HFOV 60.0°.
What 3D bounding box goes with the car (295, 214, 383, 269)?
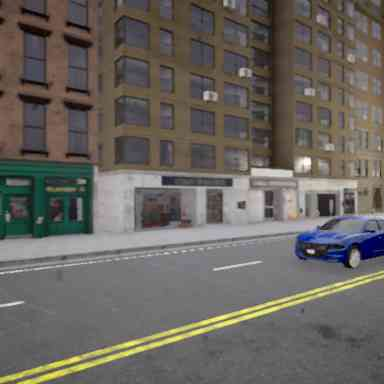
[{"bbox_3d":[5.726,1.591,11.819,5.008,1.535,1.882,0,-1,-36],"label":"car"}]
